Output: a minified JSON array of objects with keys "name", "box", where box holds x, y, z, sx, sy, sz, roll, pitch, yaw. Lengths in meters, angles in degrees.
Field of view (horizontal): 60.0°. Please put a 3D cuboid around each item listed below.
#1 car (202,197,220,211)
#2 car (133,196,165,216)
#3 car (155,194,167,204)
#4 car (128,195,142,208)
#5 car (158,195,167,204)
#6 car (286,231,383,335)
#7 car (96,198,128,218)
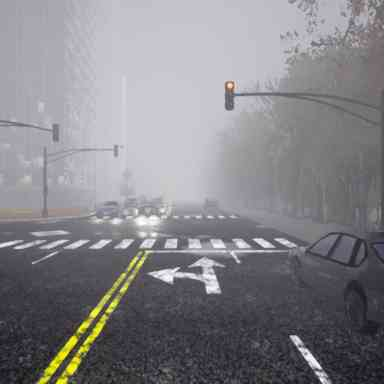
[{"name":"car","box":[2.251,1.371,40.536,2.128,1.511,4.902,4,4,-3]},{"name":"car","box":[-4.132,1.495,32.685,2.128,1.511,4.902,0,0,-2]},{"name":"car","box":[-5.831,1.371,63.263,2.097,1.767,4.553,0,0,-4]},{"name":"car","box":[-7.939,1.514,44.363,1.837,1.490,4.892,0,0,-3]},{"name":"car","box":[-4.812,1.513,46.704,1.837,1.490,4.892,0,0,-3]},{"name":"car","box":[3.379,1.457,6.367,2.033,1.411,5.357,2,-4,1]},{"name":"car","box":[-7.280,1.528,30.044,1.812,1.442,4.674,0,0,-2]}]
